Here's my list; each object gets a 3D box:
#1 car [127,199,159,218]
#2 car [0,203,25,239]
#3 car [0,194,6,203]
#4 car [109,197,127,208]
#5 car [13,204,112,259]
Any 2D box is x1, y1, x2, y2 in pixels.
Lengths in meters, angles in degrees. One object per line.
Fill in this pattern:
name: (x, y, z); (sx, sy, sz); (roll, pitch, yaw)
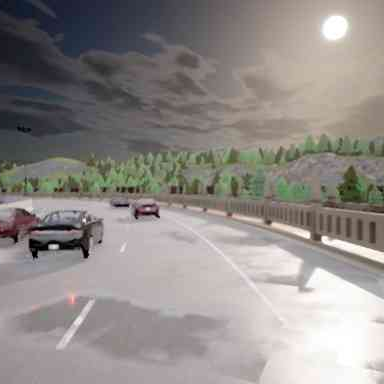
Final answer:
car: (-3.919, 1.300, 27.439); (2.163, 1.488, 4.792); (0, 1, -15)
car: (-8.389, 1.438, 15.322); (1.812, 1.442, 4.674); (0, 0, -9)
car: (-26.812, 1.099, 45.800); (2.097, 1.767, 4.553); (-1, 1, -30)
car: (-9.276, 1.262, 42.412); (1.994, 1.385, 4.181); (0, 0, -23)
car: (-4.438, 1.411, 12.342); (2.128, 1.511, 4.902); (0, 0, -7)
